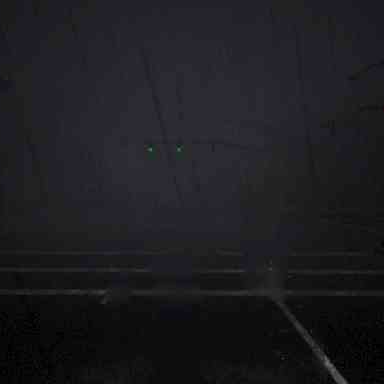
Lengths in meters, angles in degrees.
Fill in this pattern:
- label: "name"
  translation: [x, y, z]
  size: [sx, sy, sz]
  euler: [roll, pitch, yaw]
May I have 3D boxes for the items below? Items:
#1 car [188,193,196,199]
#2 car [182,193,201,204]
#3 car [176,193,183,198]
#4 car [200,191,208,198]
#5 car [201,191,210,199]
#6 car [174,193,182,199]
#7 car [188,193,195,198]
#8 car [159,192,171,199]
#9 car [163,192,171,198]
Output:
- label: "car"
  translation: [-0.040, 1.008, 83.182]
  size: [1.895, 1.301, 4.718]
  euler: [0, 0, 0]
- label: "car"
  translation: [-0.019, 0.979, 52.910]
  size: [2.097, 1.767, 4.553]
  euler: [0, 0, 0]
- label: "car"
  translation: [-3.546, 0.859, 93.179]
  size: [1.895, 1.301, 4.718]
  euler: [0, 0, 0]
- label: "car"
  translation: [3.454, 0.619, 93.122]
  size: [2.097, 1.767, 4.553]
  euler: [0, 0, 0]
- label: "car"
  translation: [3.461, 0.893, 82.736]
  size: [1.882, 1.535, 5.008]
  euler: [0, 0, 0]
- label: "car"
  translation: [-3.539, 0.893, 82.732]
  size: [1.882, 1.535, 5.008]
  euler: [0, 0, 0]
- label: "car"
  translation: [-0.046, 0.859, 93.182]
  size: [1.895, 1.301, 4.718]
  euler: [0, 0, 0]
- label: "car"
  translation: [-7.040, 0.768, 83.082]
  size: [2.097, 1.767, 4.553]
  euler: [0, 0, 0]
- label: "car"
  translation: [-7.046, 0.817, 93.147]
  size: [1.994, 1.385, 4.181]
  euler: [0, 0, 0]
